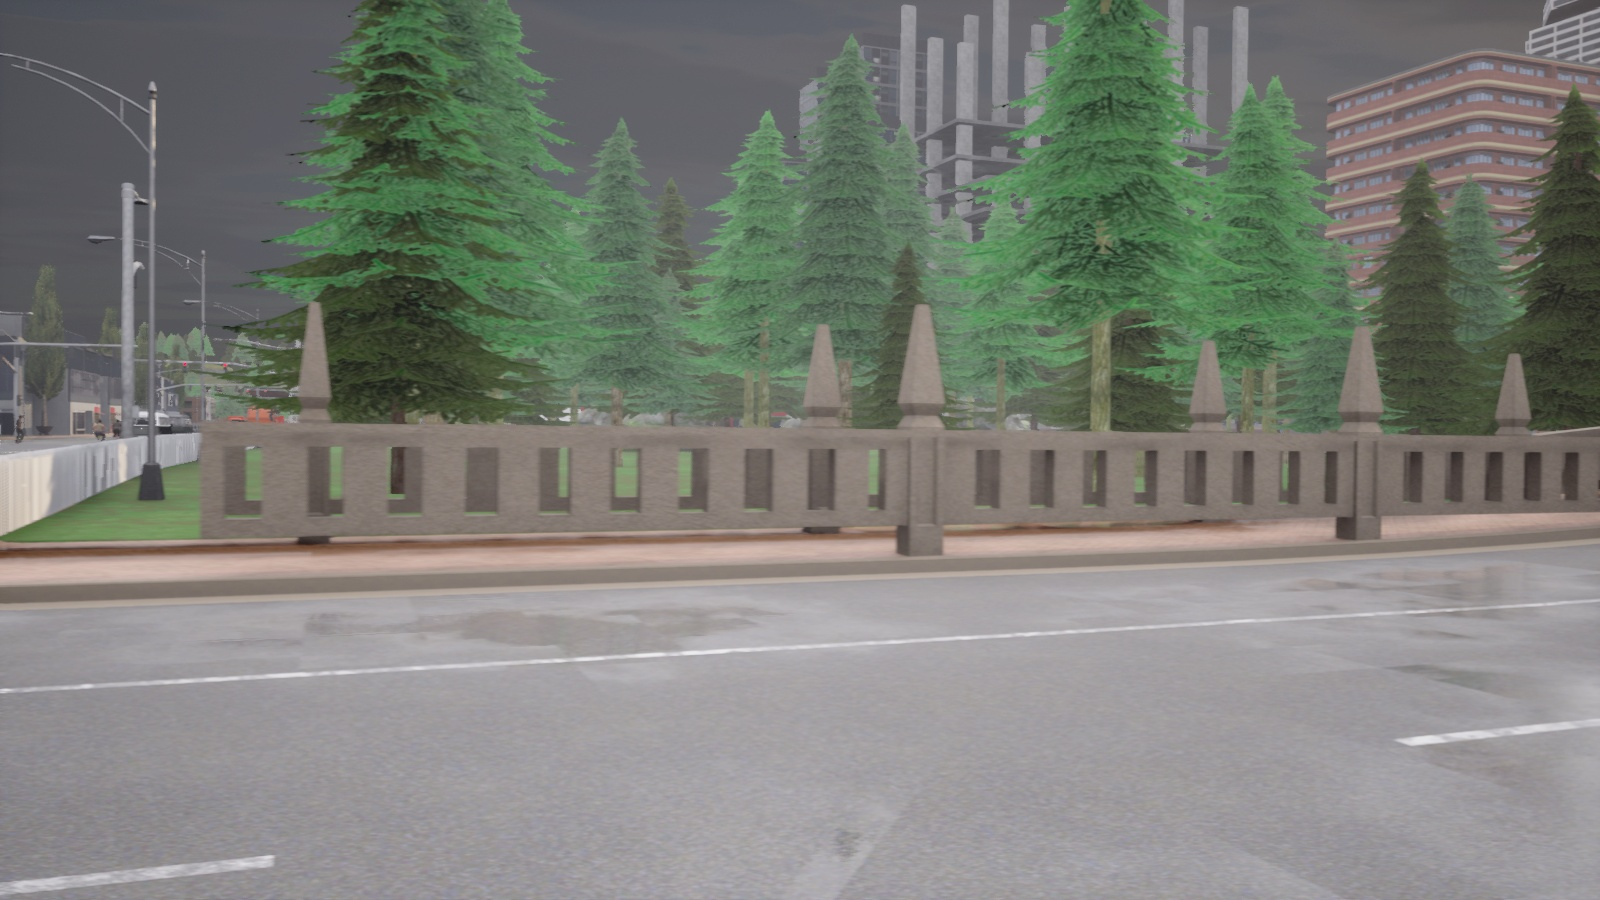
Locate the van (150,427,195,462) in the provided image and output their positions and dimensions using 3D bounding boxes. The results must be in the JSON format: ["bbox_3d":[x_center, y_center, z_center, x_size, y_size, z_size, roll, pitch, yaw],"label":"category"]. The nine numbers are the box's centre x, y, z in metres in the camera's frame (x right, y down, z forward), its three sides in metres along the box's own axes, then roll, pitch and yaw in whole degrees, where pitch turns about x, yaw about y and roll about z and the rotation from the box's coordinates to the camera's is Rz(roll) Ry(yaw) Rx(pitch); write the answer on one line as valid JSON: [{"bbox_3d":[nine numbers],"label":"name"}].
[{"bbox_3d":[-37.278,-0.331,74.678,1.775,1.987,4.442,-1,1,-19],"label":"van"}]

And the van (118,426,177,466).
[{"bbox_3d":[-34.408,-0.248,66.353,2.069,2.038,4.480,-1,1,-19],"label":"van"}]
